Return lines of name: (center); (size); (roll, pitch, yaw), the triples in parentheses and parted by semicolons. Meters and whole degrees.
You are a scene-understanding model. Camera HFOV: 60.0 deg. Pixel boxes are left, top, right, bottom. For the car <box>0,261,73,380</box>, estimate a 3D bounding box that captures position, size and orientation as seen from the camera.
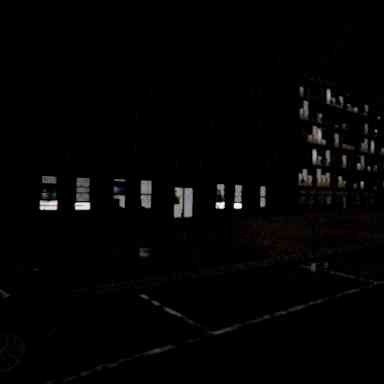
car: (-3.723, 1.542, 3.893); (4.403, 1.369, 2.008); (1, 0, -35)
